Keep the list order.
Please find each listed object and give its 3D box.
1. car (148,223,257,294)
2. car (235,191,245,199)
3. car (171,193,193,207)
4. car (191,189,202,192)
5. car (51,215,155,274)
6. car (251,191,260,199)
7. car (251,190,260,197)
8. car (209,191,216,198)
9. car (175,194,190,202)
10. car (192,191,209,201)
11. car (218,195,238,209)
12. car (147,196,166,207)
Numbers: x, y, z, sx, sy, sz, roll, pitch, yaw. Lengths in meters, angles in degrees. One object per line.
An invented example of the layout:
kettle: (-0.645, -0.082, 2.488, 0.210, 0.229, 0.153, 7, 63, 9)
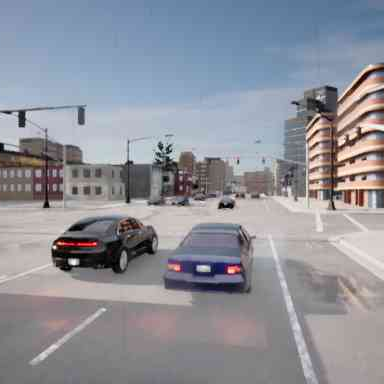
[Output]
car: (0.707, 1.542, 8.956, 2.033, 1.411, 5.357, 0, 0, 11)
car: (11.295, 0.633, 78.126, 2.097, 1.767, 4.553, 0, 1, 11)
car: (-1.680, 1.315, 48.832, 2.128, 1.511, 4.902, 0, 1, 11)
car: (1.160, 0.356, 81.006, 2.150, 2.045, 5.566, 0, 1, 11)
car: (-2.511, 1.498, 10.700, 1.837, 1.490, 4.892, 0, 0, 11)
car: (14.335, 0.833, 75.440, 2.128, 1.511, 4.902, 0, 1, 11)
car: (16.337, 0.411, 85.644, 2.097, 1.767, 4.553, 0, 1, 11)
car: (4.594, 0.492, 80.327, 2.097, 1.767, 4.553, 0, 1, 11)
car: (-1.809, 1.144, 66.004, 1.895, 1.301, 4.718, 0, 1, 12)
car: (1.593, 1.050, 65.210, 1.837, 1.490, 4.892, 0, 1, 12)
car: (4.597, 1.437, 43.528, 1.994, 1.385, 4.181, 0, 1, 11)
car: (-5.166, 1.335, 49.234, 1.837, 1.490, 4.892, 0, 1, 11)
